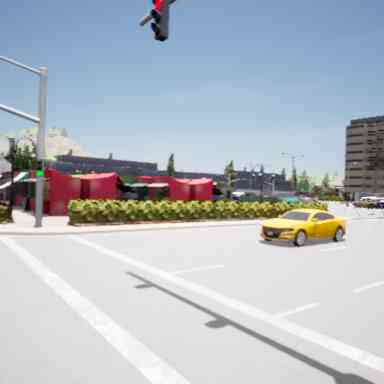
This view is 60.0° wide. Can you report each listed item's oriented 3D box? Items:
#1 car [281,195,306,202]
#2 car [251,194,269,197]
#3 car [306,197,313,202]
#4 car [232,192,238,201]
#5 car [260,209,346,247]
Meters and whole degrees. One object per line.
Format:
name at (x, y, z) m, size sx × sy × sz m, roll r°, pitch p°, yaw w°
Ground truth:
car at (15.988, 1.488, 55.680) m, size 1.932 × 1.855 × 4.605 m, roll 2°, pitch 0°, yaw -37°
car at (15.837, 1.648, 74.609) m, size 1.970 × 1.475 × 3.806 m, roll 2°, pitch 0°, yaw -37°
car at (18.085, 1.765, 57.346) m, size 1.784 × 1.438 × 3.905 m, roll 2°, pitch 0°, yaw -37°
car at (9.764, 1.124, 91.856) m, size 1.932 × 1.855 × 4.605 m, roll 2°, pitch 0°, yaw -37°
car at (5.298, 1.547, 15.622) m, size 5.008 × 1.535 × 1.882 m, roll 2°, pitch 0°, yaw -38°
